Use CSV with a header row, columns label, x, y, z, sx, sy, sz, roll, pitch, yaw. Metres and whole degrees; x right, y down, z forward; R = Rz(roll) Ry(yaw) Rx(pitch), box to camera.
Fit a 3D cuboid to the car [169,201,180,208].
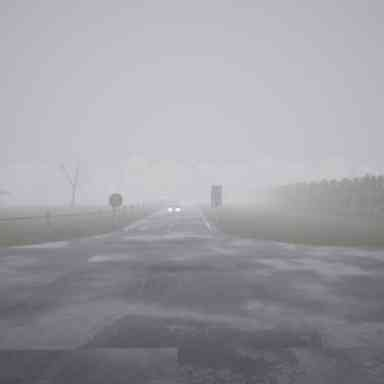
label,x,y,z,sx,sy,sz,roll,pitch,yaw
car,-3.183,2.227,61.389,1.895,1.301,4.718,0,-1,0
